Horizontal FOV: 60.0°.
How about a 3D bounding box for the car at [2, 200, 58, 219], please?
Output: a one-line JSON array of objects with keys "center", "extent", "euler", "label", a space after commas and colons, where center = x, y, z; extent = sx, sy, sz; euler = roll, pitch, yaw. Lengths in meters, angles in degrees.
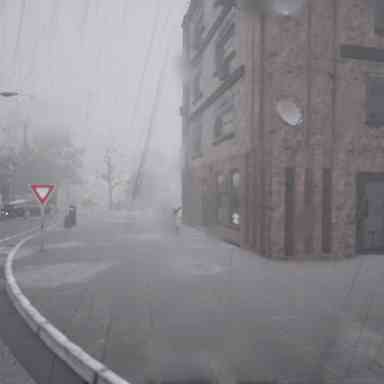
[{"center": [-13.489, 1.416, 28.048], "extent": [1.837, 1.490, 4.892], "euler": [-1, 0, 19], "label": "car"}]
